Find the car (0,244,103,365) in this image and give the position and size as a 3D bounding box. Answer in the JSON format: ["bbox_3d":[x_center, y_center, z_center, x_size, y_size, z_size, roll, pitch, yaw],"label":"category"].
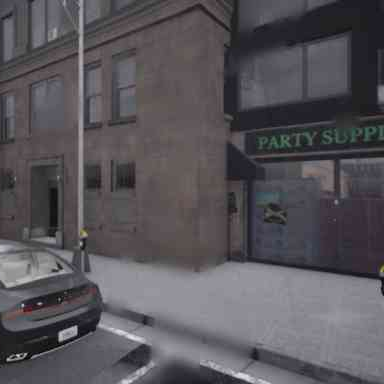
[{"bbox_3d":[-3.335,1.544,5.456,4.403,1.369,2.008,0,0,36],"label":"car"}]
